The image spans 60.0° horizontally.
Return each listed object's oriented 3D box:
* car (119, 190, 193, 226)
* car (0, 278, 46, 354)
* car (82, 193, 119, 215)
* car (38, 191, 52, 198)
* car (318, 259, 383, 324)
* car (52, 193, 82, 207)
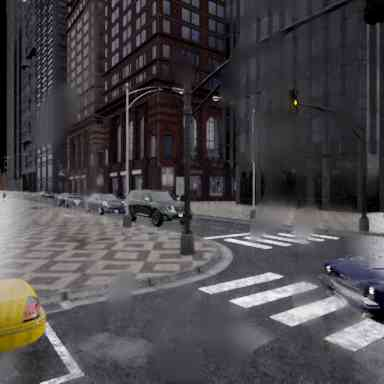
[{"bbox_3d":[-2.230,0.896,20.808,2.150,2.045,5.566,0,1,-36],"label":"car"},{"bbox_3d":[-4.263,1.526,3.615,4.829,1.417,1.752,0,0,-35],"label":"car"},{"bbox_3d":[-7.148,0.870,27.671,2.097,1.767,4.553,0,1,-35],"label":"car"},{"bbox_3d":[-26.385,0.446,59.982,1.994,1.385,4.181,0,1,-36],"label":"car"},{"bbox_3d":[4.896,1.608,6.040,4.718,1.301,1.895,0,0,-3],"label":"car"},{"bbox_3d":[-13.166,0.825,36.074,2.128,1.511,4.902,0,1,-36],"label":"car"}]
